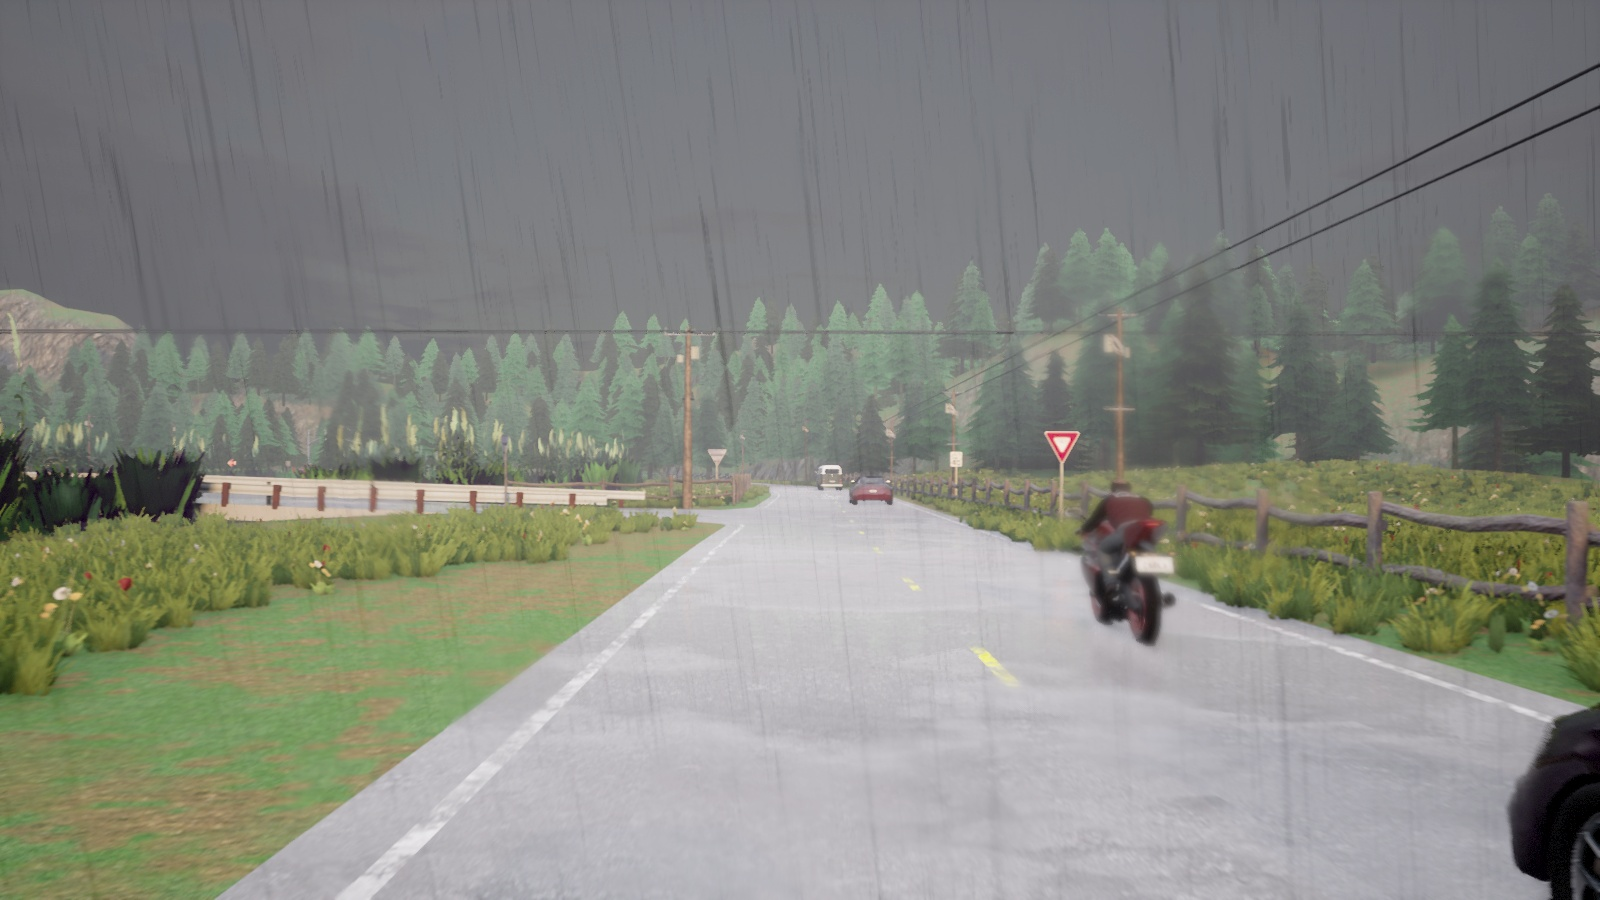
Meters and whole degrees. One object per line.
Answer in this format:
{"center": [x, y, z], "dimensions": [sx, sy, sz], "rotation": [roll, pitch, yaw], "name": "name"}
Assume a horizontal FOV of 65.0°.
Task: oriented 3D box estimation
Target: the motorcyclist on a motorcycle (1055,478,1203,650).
{"center": [3.169, 1.044, 12.361], "dimensions": [0.866, 1.530, 2.191], "rotation": [0, -1, 0], "name": "motorcyclist on a motorcycle"}

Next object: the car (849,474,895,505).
{"center": [3.406, 1.873, 60.252], "dimensions": [1.994, 1.385, 4.181], "rotation": [0, -1, 0], "name": "car"}

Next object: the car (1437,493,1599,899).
{"center": [3.194, 0.855, 2.382], "dimensions": [1.816, 1.474, 4.193], "rotation": [0, -1, 0], "name": "car"}
